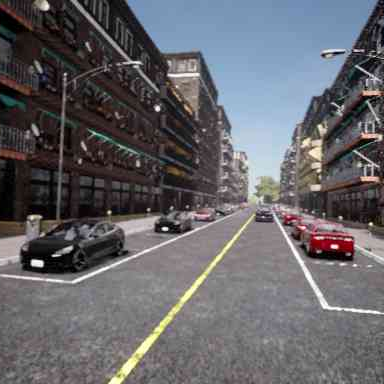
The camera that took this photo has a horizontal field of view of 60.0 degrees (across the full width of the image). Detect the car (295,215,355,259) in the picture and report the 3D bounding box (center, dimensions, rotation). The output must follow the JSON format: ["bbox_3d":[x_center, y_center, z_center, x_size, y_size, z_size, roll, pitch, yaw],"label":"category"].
[{"bbox_3d":[5.891,1.993,14.779,1.887,1.381,4.507,3,-1,13],"label":"car"}]

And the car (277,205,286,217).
[{"bbox_3d":[11.959,2.707,42.418,2.008,1.369,4.403,3,-1,13],"label":"car"}]

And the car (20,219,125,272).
[{"bbox_3d":[-3.704,1.619,11.159,1.947,1.339,4.313,3,-1,13],"label":"car"}]

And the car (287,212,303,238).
[{"bbox_3d":[7.048,2.170,20.318,1.802,1.307,4.206,3,-1,13],"label":"car"}]

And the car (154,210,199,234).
[{"bbox_3d":[-1.123,1.907,22.185,1.947,1.339,4.313,3,-1,13],"label":"car"}]

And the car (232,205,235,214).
[{"bbox_3d":[5.026,2.491,49.808,1.967,1.590,4.097,3,-1,13],"label":"car"}]

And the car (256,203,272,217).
[{"bbox_3d":[10.569,2.568,48.430,2.097,1.767,4.553,2,-1,13],"label":"car"}]

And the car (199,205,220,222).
[{"bbox_3d":[1.334,2.207,33.231,1.802,1.307,4.206,3,-1,13],"label":"car"}]

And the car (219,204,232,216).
[{"bbox_3d":[3.791,2.475,44.281,1.947,1.339,4.313,3,-1,13],"label":"car"}]

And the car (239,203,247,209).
[{"bbox_3d":[13.582,3.574,88.315,1.752,1.417,4.829,3,-1,13],"label":"car"}]

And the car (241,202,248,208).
[{"bbox_3d":[14.810,3.717,93.840,1.752,1.417,4.829,3,-1,13],"label":"car"}]

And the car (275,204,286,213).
[{"bbox_3d":[17.690,3.253,66.813,1.801,1.575,5.366,2,-1,13],"label":"car"}]

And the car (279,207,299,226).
[{"bbox_3d":[9.503,2.417,31.368,1.887,1.381,4.507,3,-1,13],"label":"car"}]

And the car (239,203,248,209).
[{"bbox_3d":[12.390,3.454,82.957,1.887,1.381,4.507,3,-1,13],"label":"car"}]

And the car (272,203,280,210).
[{"bbox_3d":[21.789,3.740,86.619,1.967,1.590,4.097,3,-1,13],"label":"car"}]

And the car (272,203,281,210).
[{"bbox_3d":[20.562,3.597,81.095,1.967,1.590,4.097,3,-1,13],"label":"car"}]

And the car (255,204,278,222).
[{"bbox_3d":[7.806,2.388,35.929,2.128,1.511,4.902,2,-1,13],"label":"car"}]
